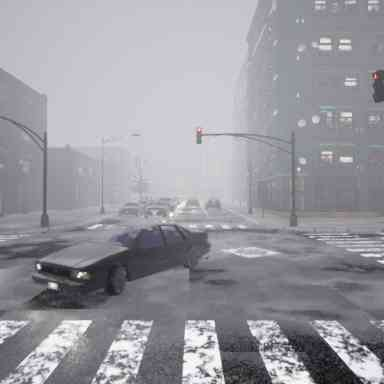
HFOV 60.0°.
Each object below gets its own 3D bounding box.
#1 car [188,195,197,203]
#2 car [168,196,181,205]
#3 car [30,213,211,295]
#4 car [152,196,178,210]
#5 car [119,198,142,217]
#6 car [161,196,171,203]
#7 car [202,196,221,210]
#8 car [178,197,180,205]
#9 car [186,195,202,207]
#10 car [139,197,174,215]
[{"bbox_3d":[0.093,1.495,69.976,1.882,1.535,5.008,0,0,0],"label":"car"},{"bbox_3d":[-3.042,1.492,58.345,1.882,1.535,5.008,0,0,1],"label":"car"},{"bbox_3d":[-1.443,1.550,9.110,2.033,1.411,5.357,0,0,33],"label":"car"},{"bbox_3d":[-3.089,1.361,38.924,2.097,1.767,4.553,0,0,0],"label":"car"},{"bbox_3d":[-5.747,1.552,31.757,1.887,1.381,4.507,1,0,0],"label":"car"},{"bbox_3d":[-5.664,1.600,71.559,1.802,1.307,4.206,1,0,0],"label":"car"},{"bbox_3d":[2.714,1.450,43.185,1.967,1.590,4.097,1,0,0],"label":"car"},{"bbox_3d":[-3.083,1.537,47.919,1.812,1.442,4.674,0,0,0],"label":"car"},{"bbox_3d":[0.110,1.576,52.210,1.994,1.385,4.181,0,0,0],"label":"car"},{"bbox_3d":[-3.092,1.499,29.905,2.128,1.511,4.902,0,0,0],"label":"car"}]
